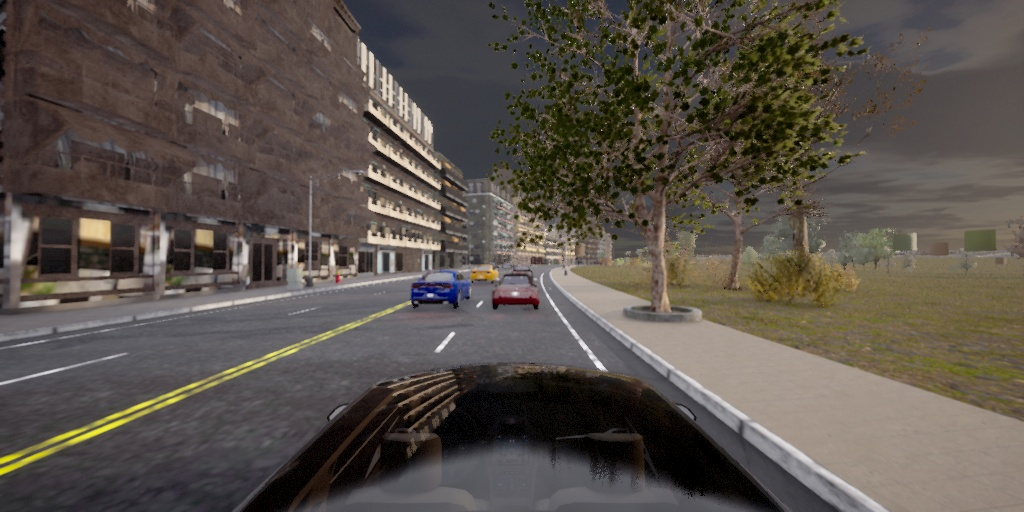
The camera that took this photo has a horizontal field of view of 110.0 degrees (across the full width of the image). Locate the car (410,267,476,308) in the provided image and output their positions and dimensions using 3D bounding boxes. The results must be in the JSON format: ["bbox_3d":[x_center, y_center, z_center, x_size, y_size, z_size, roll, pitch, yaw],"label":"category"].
[{"bbox_3d":[-3.044,1.369,16.194,1.882,1.535,5.008,0,0,2],"label":"car"}]

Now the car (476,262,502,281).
[{"bbox_3d":[-2.316,1.522,31.103,1.882,1.535,5.008,0,0,4],"label":"car"}]

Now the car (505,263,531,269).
[{"bbox_3d":[0.914,1.532,30.715,2.128,1.511,4.902,0,-1,4],"label":"car"}]

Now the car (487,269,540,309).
[{"bbox_3d":[0.197,1.454,15.937,1.994,1.385,4.181,0,-1,2],"label":"car"}]
